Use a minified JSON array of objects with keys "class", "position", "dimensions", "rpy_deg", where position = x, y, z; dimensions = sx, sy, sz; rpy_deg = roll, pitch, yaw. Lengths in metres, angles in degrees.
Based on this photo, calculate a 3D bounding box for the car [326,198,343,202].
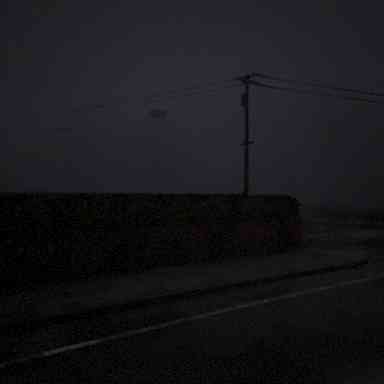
[{"class":"car","position":[23.805,1.792,55.547],"dimensions":[2.242,1.667,4.611],"rpy_deg":[0,0,35]}]
